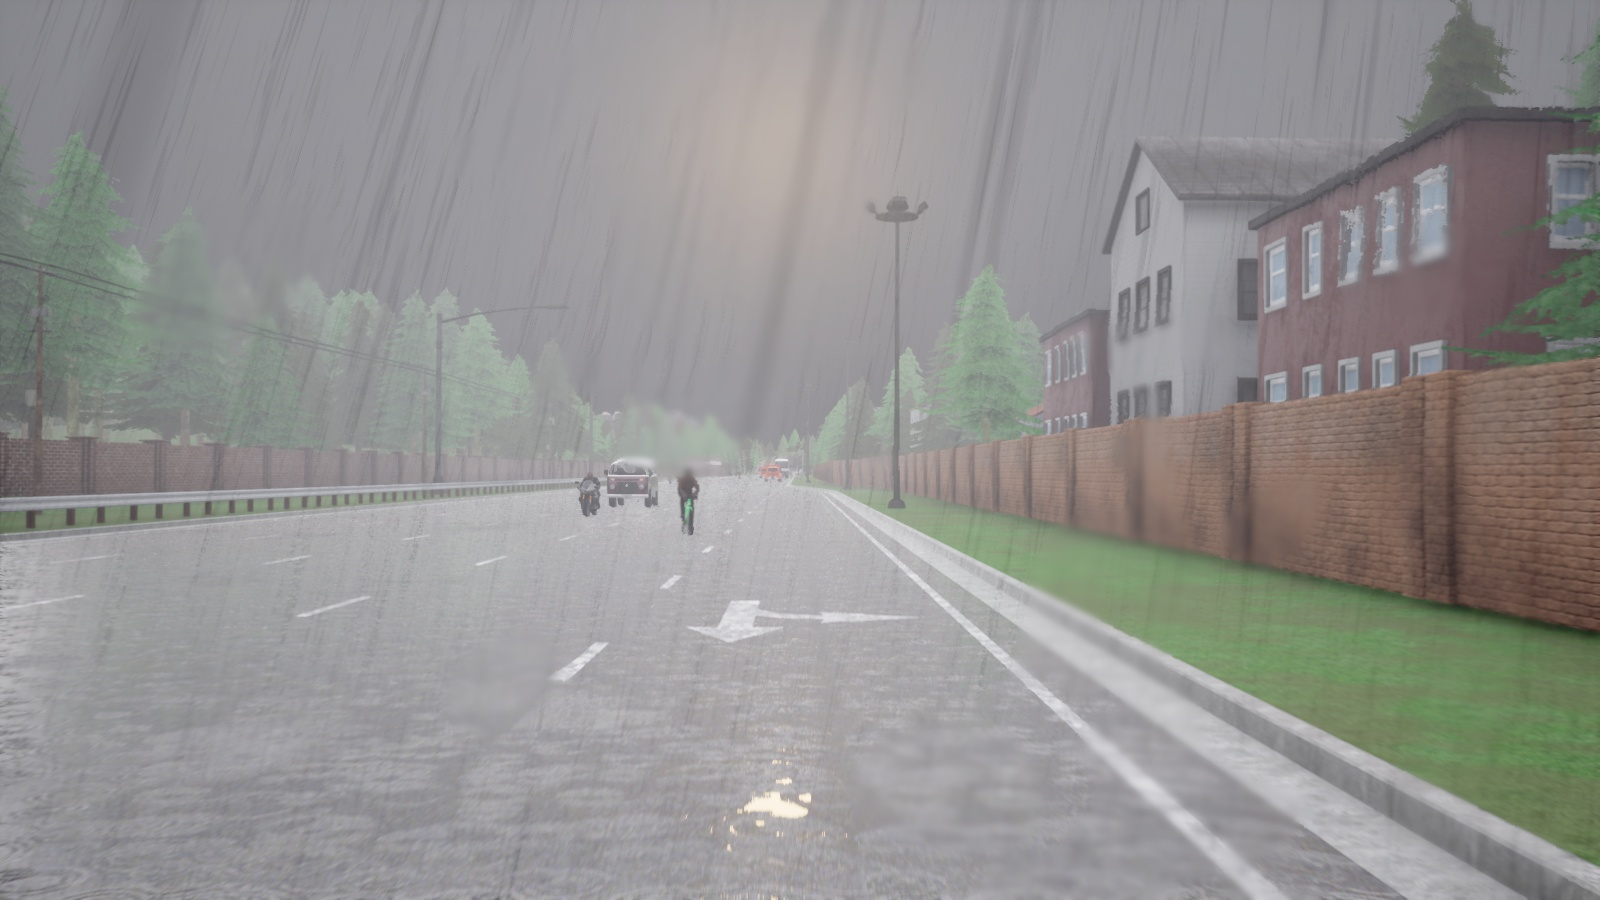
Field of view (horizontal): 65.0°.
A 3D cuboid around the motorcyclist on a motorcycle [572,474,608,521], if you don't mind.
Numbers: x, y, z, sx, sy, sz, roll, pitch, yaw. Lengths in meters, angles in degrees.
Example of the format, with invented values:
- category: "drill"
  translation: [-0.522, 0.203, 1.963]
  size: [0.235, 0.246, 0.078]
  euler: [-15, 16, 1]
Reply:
- category: "motorcyclist on a motorcycle"
  translation: [-7.104, 1.591, 42.602]
  size: [0.866, 1.530, 2.191]
  euler: [0, -1, 0]

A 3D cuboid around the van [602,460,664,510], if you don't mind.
- category: "van"
  translation: [-7.133, 1.470, 53.953]
  size: [2.069, 2.038, 4.480]
  euler: [0, -1, 0]

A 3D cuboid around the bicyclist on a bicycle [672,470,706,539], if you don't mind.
- category: "bicyclist on a bicycle"
  translation: [-2.676, 1.284, 30.228]
  size: [0.582, 1.620, 1.656]
  euler: [0, -1, -14]
